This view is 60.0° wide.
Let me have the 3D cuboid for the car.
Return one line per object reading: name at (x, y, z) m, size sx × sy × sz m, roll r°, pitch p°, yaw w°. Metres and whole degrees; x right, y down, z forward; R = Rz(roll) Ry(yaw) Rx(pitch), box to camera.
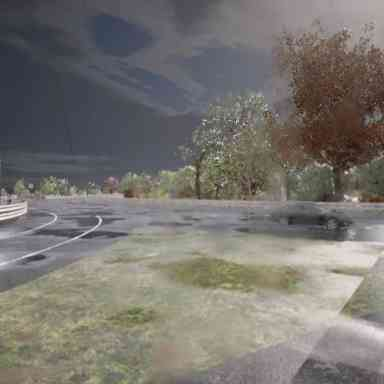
car at (7.436, 1.470, 20.908) m, size 4.892 × 1.490 × 1.837 m, roll 0°, pitch 0°, yaw 33°
